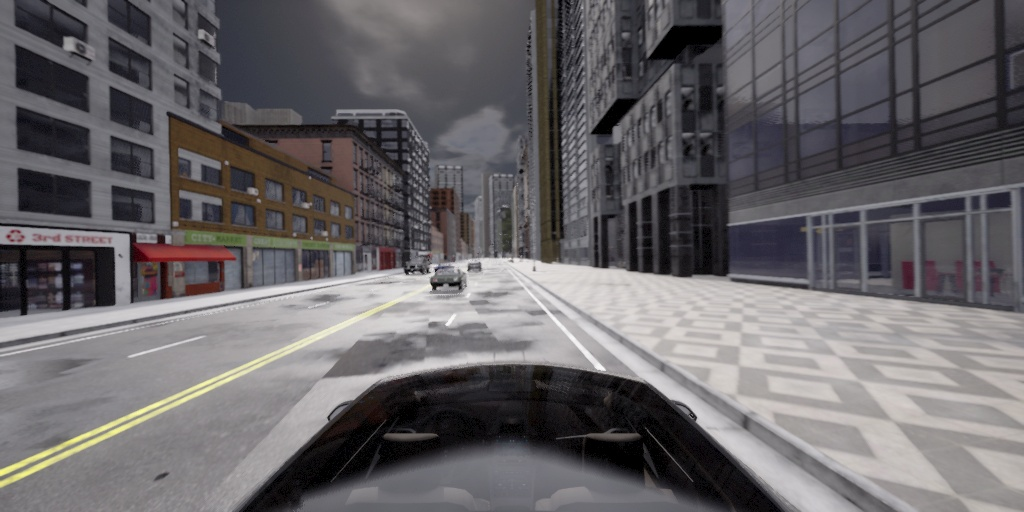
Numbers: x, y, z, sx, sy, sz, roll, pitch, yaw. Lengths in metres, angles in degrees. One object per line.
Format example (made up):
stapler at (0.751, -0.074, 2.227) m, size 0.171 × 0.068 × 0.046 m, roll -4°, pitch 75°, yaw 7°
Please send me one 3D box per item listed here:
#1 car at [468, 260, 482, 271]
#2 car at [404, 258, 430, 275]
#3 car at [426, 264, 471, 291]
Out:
car at (-5.261, 1.354, 51.248) m, size 2.128 × 1.511 × 4.902 m, roll -1°, pitch 0°, yaw -3°
car at (-11.587, 1.228, 44.046) m, size 2.150 × 2.045 × 5.566 m, roll -1°, pitch 0°, yaw -2°
car at (-4.009, 1.447, 23.377) m, size 1.895 × 1.301 × 4.718 m, roll -1°, pitch 0°, yaw -3°
